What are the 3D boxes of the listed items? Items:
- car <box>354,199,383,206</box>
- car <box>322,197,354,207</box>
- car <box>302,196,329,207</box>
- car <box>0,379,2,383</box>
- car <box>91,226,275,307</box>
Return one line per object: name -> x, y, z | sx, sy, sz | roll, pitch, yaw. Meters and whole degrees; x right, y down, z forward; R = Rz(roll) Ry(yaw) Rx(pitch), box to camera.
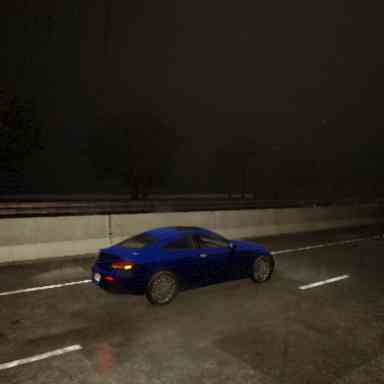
car -> 19.710, 1.574, 35.429 | 4.553, 1.767, 2.097 | 0, 0, -36
car -> 17.473, 1.678, 38.131 | 4.892, 1.490, 1.837 | 1, 0, -36
car -> 15.587, 1.230, 41.086 | 4.553, 1.767, 2.097 | 0, 0, -36
car -> -3.628, 1.531, 1.144 | 5.357, 1.411, 2.033 | 0, 0, -36
car -> -0.036, 1.553, 8.037 | 4.674, 1.442, 1.812 | 0, 0, -36
